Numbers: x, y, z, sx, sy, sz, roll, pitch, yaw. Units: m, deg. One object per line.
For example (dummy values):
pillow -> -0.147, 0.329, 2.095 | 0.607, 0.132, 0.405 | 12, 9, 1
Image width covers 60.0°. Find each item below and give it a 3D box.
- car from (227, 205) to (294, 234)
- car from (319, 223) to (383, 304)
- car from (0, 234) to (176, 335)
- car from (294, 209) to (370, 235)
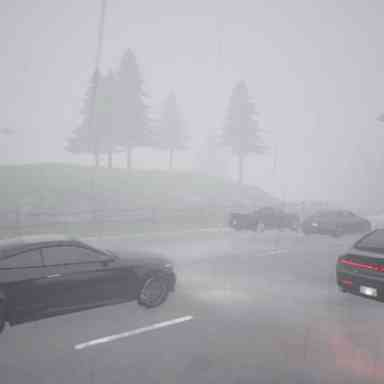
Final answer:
car -> 4.364, 1.532, 19.763 | 5.008, 1.535, 1.882 | 0, 0, -36
car -> 5.158, 1.537, 7.426 | 4.892, 1.490, 1.837 | 0, 0, -36
car -> -2.509, 1.531, 6.255 | 4.674, 1.442, 1.812 | 0, 0, -36
car -> 7.814, 1.626, 17.935 | 4.181, 1.385, 1.994 | 0, 0, -36
